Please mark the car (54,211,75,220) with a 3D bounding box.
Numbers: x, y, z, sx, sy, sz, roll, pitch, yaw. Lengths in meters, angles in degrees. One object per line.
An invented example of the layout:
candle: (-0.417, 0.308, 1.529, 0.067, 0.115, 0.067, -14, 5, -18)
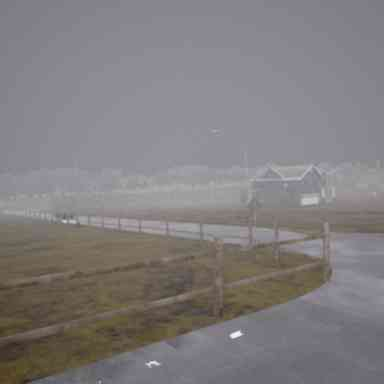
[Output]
car: (-19.095, 3.466, 49.894, 1.895, 1.301, 4.718, -3, 0, -36)
